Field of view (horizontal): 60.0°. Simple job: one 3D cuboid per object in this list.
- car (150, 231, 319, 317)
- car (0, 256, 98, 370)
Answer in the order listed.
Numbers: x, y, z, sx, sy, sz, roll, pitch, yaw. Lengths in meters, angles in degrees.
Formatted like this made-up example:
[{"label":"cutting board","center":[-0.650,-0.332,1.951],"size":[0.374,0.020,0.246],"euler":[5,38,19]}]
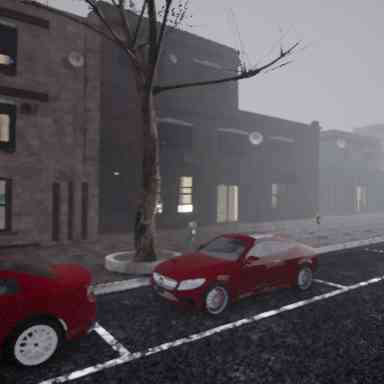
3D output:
[{"label":"car","center":[1.118,1.567,7.384],"size":[4.206,1.307,1.802],"euler":[0,1,-35]},{"label":"car","center":[-3.497,1.547,4.134],"size":[4.507,1.381,1.887],"euler":[0,1,-35]}]
